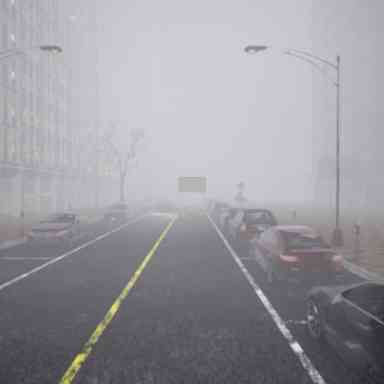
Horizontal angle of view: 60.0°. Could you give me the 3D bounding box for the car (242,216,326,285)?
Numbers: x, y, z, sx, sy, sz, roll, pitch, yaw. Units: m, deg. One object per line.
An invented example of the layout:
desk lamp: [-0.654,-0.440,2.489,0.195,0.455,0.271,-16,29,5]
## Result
car: [2.687,1.575,9.199,1.802,1.307,4.206,-1,0,0]

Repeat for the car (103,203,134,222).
car: [-5.687,1.546,26.129,1.947,1.339,4.313,-1,0,0]

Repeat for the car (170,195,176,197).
car: [-5.658,1.436,93.655,1.752,1.417,4.829,-1,0,0]

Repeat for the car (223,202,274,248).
car: [2.688,1.429,14.842,1.967,1.590,4.097,-1,0,0]

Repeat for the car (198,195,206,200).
car: [2.723,1.462,93.840,2.008,1.369,4.403,-1,0,0]

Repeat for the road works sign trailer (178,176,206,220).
road works sign trailer: [0.013,0.443,28.035,2.380,3.560,2.880,0,0,0]

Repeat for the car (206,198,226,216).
car: [2.696,1.542,31.771,1.947,1.339,4.313,-1,0,0]

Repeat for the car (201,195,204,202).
car: [2.703,1.486,48.868,1.752,1.417,4.829,-1,0,0]

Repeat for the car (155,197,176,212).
car: [-3.076,1.571,38.174,1.895,1.301,4.718,0,0,0]

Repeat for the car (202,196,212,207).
car: [2.701,1.511,43.056,1.887,1.381,4.507,-1,0,0]

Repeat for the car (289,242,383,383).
car: [2.685,1.563,3.557,1.947,1.339,4.313,-1,0,0]

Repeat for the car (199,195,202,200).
car: [2.713,1.482,71.270,1.887,1.381,4.507,-1,0,0]

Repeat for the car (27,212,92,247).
car: [-5.691,1.571,14.846,1.802,1.307,4.206,-1,0,0]

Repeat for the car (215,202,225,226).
car: [2.692,1.551,20.484,1.947,1.339,4.313,-1,0,0]
